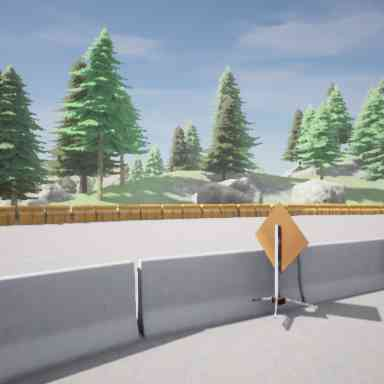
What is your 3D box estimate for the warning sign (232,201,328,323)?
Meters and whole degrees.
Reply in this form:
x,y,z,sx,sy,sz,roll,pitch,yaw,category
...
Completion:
x,y,z,sx,sy,sz,roll,pitch,yaw,category
1.548,1.115,5.996,1.060,1.860,1.300,1,0,-30,warning sign
